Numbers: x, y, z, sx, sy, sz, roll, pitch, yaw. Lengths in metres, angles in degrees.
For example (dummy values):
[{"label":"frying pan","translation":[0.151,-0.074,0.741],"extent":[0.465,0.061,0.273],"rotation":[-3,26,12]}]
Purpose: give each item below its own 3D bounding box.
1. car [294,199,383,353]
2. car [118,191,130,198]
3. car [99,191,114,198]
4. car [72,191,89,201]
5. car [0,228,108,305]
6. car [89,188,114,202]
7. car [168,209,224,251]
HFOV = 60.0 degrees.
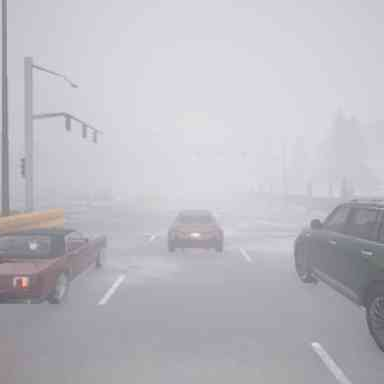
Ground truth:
[{"label":"car","translation":[3.611,1.127,5.958],"extent":[2.150,2.045,5.566],"rotation":[0,1,0]},{"label":"car","translation":[-13.879,0.502,68.117],"extent":[1.994,1.385,4.181],"rotation":[0,1,0]},{"label":"car","translation":[-17.379,0.545,68.030],"extent":[1.895,1.301,4.718],"rotation":[0,1,0]},{"label":"car","translation":[-17.466,0.688,52.873],"extent":[1.837,1.490,4.892],"rotation":[0,1,1]},{"label":"car","translation":[-3.386,1.479,7.722],"extent":[1.895,1.301,4.718],"rotation":[0,1,0]},{"label":"car","translation":[-13.971,0.412,52.507],"extent":[2.150,2.045,5.566],"rotation":[0,1,0]},{"label":"car","translation":[0.122,1.362,13.036],"extent":[1.994,1.385,4.181],"rotation":[0,1,0]}]
